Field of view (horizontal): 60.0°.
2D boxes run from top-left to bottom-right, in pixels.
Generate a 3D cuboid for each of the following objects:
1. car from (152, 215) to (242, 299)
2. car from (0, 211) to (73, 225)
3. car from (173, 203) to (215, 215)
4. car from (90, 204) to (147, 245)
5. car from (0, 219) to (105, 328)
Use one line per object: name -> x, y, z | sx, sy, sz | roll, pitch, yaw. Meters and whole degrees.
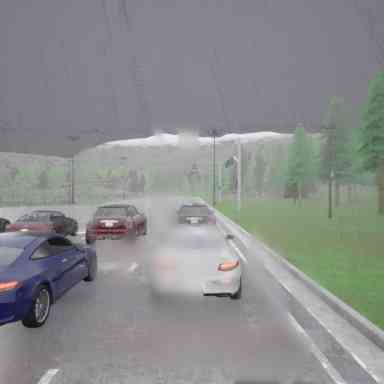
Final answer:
car -> 0.102, 1.526, 8.301 | 1.812, 1.442, 4.674 | 0, 0, 0
car -> -6.897, 1.564, 15.705 | 1.994, 1.385, 4.181 | 0, 0, 0
car -> 0.105, 1.352, 17.192 | 2.097, 1.767, 4.553 | 0, 0, 0
car -> -3.398, 1.352, 15.767 | 2.097, 1.767, 4.553 | 0, 0, 0
car -> -3.393, 1.526, 6.848 | 1.812, 1.442, 4.674 | 0, 0, 0
